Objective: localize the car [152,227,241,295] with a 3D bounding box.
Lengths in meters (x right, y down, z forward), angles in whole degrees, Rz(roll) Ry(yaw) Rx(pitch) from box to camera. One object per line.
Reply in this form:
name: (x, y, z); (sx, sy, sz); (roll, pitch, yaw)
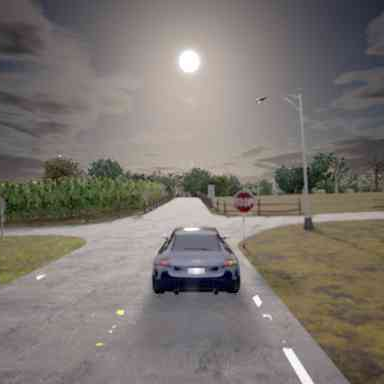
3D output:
car: (0.108, 1.617, 8.912); (1.994, 1.385, 4.181); (0, 0, 1)
